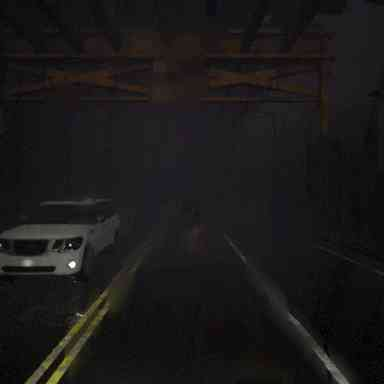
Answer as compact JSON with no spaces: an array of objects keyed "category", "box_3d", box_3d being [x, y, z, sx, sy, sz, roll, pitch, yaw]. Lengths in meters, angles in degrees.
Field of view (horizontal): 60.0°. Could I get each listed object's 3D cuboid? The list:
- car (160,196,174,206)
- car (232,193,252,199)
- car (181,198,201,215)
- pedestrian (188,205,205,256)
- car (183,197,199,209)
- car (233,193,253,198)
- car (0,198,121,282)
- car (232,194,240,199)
[{"category":"car","box_3d":[-3.862,1.372,51.243,1.882,1.535,5.008,0,0,0]},{"category":"car","box_3d":[13.130,0.940,87.603,4.974,1.542,2.038,0,1,25]},{"category":"car","box_3d":[-0.075,1.463,33.910,1.882,1.535,5.008,0,0,0]},{"category":"pedestrian","box_3d":[0.157,1.291,11.593,0.375,1.860,0.375,-1,1,0]},{"category":"car","box_3d":[-0.134,1.487,45.168,2.033,1.411,5.357,0,0,0]},{"category":"car","box_3d":[12.874,0.830,83.459,4.536,1.218,1.853,0,1,-20]},{"category":"car","box_3d":[-3.649,1.219,10.121,2.150,2.045,5.566,0,0,0]},{"category":"car","box_3d":[12.825,0.988,83.443,4.974,1.542,2.038,0,1,-20]}]
